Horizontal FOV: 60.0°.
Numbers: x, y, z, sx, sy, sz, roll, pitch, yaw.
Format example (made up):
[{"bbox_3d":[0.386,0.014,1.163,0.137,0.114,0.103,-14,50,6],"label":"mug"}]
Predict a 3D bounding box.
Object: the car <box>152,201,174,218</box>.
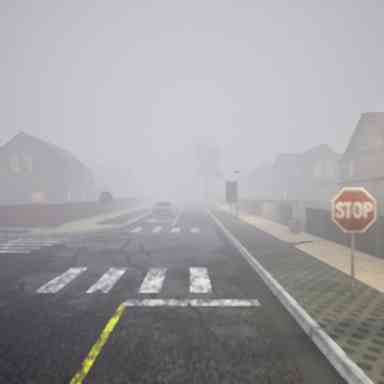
[{"bbox_3d":[-2.748,1.602,32.167,1.882,1.535,5.008,0,0,0],"label":"car"}]
